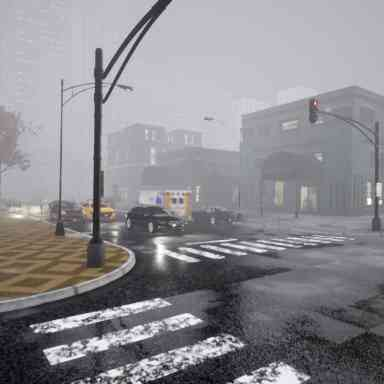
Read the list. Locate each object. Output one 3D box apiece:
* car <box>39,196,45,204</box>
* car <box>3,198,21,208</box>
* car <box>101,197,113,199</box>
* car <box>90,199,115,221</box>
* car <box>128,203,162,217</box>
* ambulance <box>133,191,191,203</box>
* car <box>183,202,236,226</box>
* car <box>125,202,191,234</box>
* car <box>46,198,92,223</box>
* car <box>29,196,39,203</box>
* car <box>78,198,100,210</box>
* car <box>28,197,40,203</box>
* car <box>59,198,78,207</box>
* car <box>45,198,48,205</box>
[{"bbox_3d":[-30.952,1.944,71.308,1.752,1.417,4.829,1,-1,-35],"label":"car"},{"bbox_3d":[-28.171,1.738,52.565,1.752,1.417,4.829,1,-1,-35],"label":"car"},{"bbox_3d":[-11.832,1.573,43.832,2.192,1.841,5.009,1,-1,-35],"label":"car"},{"bbox_3d":[-8.147,1.578,28.193,1.882,1.535,5.008,1,-1,-35],"label":"car"},{"bbox_3d":[-4.834,1.782,33.796,1.802,1.307,4.206,1,-1,-35],"label":"car"},{"bbox_3d":[-2.646,1.152,25.699,2.351,2.431,6.366,1,-1,-35],"label":"ambulance"},{"bbox_3d":[1.405,1.700,24.782,2.008,1.369,4.403,1,-1,-35],"label":"car"},{"bbox_3d":[-2.348,1.558,19.803,1.837,1.490,4.892,1,-1,-35],"label":"car"},{"bbox_3d":[-9.420,1.492,25.246,1.967,1.590,4.097,1,-1,-35],"label":"car"},{"bbox_3d":[-37.172,1.787,80.299,2.192,1.841,5.009,1,-1,-35],"label":"car"},{"bbox_3d":[-15.019,1.724,48.377,1.967,1.590,4.097,1,-1,-35],"label":"car"},{"bbox_3d":[-40.333,2.051,84.861,2.008,1.369,4.403,1,-1,-35],"label":"car"},{"bbox_3d":[-21.378,1.777,57.475,1.967,1.590,4.097,1,-1,-35],"label":"car"},{"bbox_3d":[-15.086,1.636,38.246,1.882,1.535,5.008,1,-1,-35],"label":"car"}]
